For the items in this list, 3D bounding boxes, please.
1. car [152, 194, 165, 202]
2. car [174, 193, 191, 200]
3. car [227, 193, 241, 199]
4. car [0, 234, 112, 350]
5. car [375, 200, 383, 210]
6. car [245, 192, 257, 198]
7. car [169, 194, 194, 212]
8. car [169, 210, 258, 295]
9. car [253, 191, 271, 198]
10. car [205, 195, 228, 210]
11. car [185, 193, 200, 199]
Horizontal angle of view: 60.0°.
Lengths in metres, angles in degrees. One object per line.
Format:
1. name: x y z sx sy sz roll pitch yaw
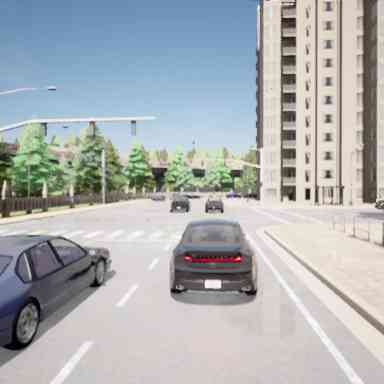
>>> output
1. car: -6.405 1.124 64.006 2.033 1.411 5.357 0 0 5
2. car: -2.325 0.994 80.143 2.128 1.511 4.902 0 0 25
3. car: 10.720 0.952 85.857 4.674 1.442 1.812 0 0 -38
4. car: -3.125 1.507 6.133 2.033 1.411 5.357 0 0 4
5. car: 22.667 1.159 36.528 4.553 1.767 2.097 0 0 3
6. car: 15.834 0.929 85.426 4.892 1.490 1.837 0 0 -34
7. car: -1.130 1.296 35.284 1.837 1.490 4.892 0 0 4
8. car: 0.562 1.447 8.582 1.837 1.490 4.892 0 0 4
9. car: 19.162 0.746 91.151 4.553 1.767 2.097 0 0 -20
10. car: 2.357 1.293 34.980 2.128 1.511 4.902 0 0 4
11. car: 0.093 1.083 77.129 1.895 1.301 4.718 0 0 25
